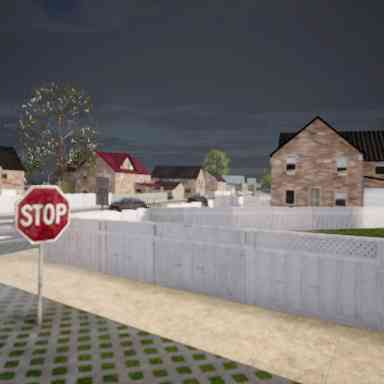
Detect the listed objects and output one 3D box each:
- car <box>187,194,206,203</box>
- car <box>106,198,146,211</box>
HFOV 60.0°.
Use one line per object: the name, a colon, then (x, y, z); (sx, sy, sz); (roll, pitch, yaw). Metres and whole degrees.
car: (0.848, 1.129, 55.507); (2.033, 1.411, 5.357); (2, 1, 19)
car: (-6.542, 1.286, 33.766); (2.033, 1.411, 5.357); (2, 1, 19)
